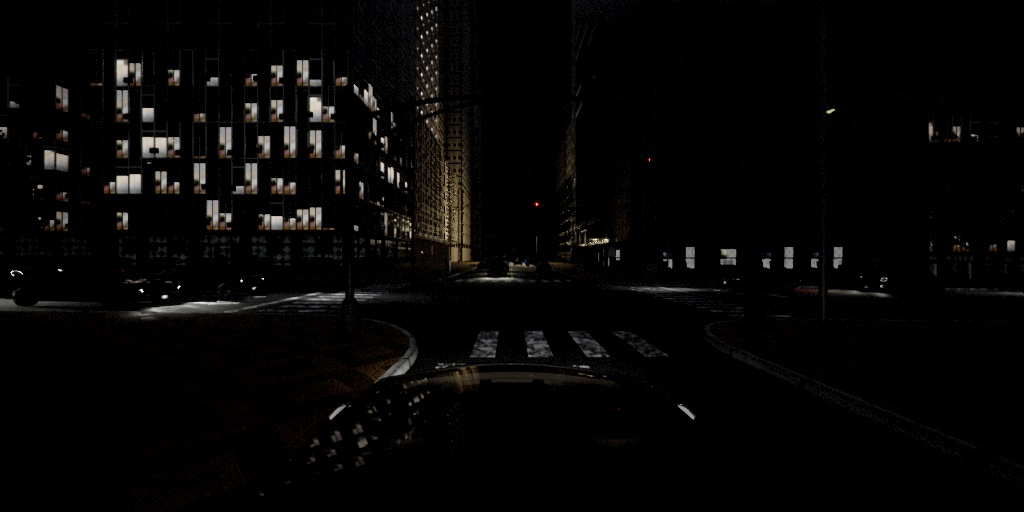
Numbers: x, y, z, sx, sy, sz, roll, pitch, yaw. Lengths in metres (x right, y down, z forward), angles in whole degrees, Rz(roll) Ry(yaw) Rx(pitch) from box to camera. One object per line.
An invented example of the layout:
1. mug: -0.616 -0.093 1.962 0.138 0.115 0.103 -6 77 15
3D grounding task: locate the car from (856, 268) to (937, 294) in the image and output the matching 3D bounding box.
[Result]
1. car: 26.748 1.617 24.890 4.553 1.767 2.097 1 0 -3

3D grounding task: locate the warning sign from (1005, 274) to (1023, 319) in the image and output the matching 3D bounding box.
1. warning sign: 17.282 1.209 11.747 1.060 1.860 1.300 0 0 -3

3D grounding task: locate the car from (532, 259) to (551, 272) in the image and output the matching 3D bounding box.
1. car: 3.959 1.349 45.559 1.948 1.339 4.313 0 0 0

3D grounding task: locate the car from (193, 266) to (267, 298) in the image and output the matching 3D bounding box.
1. car: -14.010 1.125 16.324 4.718 1.301 1.895 1 0 -3

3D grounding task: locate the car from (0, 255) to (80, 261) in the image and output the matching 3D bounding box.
1. car: -22.915 0.713 15.921 4.553 1.767 2.097 1 0 -3

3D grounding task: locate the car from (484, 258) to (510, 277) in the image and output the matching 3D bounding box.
1. car: -1.472 1.261 37.033 1.882 1.535 5.008 0 0 1

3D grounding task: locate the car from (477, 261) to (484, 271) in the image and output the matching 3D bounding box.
1. car: -3.990 1.365 51.057 1.802 1.307 4.207 0 0 0

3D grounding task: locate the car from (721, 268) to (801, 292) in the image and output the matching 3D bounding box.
1. car: 16.902 1.580 24.443 4.902 1.511 2.128 1 0 -3

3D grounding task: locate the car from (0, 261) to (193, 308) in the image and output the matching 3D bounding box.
1. car: -15.289 1.048 13.044 5.357 1.411 2.033 1 0 0

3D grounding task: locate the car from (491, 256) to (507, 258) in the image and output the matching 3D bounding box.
1. car: -1.498 1.004 47.198 2.150 2.045 5.566 0 0 1
